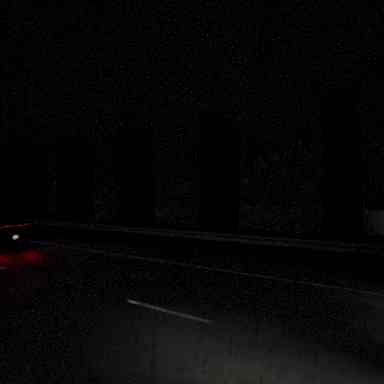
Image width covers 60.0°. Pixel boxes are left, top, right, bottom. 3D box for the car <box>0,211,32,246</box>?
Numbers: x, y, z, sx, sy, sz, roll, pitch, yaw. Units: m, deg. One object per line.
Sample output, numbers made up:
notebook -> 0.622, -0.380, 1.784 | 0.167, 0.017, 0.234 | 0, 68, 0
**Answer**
car -> -9.056, 1.592, 14.720 | 4.902, 1.511, 2.128 | 0, 0, 35
